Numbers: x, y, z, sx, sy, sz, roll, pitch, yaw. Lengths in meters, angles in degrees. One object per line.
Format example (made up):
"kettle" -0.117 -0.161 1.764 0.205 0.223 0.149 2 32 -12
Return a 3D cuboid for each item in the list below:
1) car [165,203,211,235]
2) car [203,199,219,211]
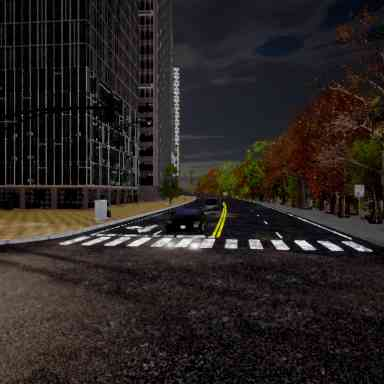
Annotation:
"car" -0.214 1.572 18.779 1.994 1.385 4.181 0 0 7
"car" 2.346 1.543 40.535 1.812 1.442 4.674 0 0 6
